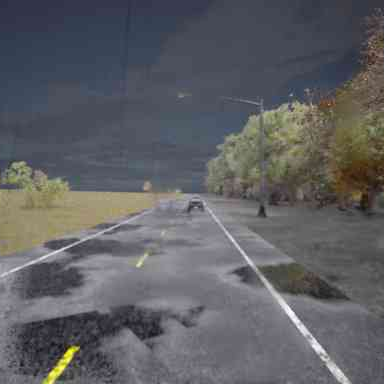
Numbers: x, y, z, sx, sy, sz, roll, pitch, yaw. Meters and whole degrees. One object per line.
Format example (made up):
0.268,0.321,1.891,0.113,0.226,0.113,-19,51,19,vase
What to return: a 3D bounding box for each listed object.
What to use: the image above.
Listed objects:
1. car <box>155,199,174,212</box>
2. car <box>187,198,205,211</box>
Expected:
-3.236,1.536,39.568,1.812,1.442,4.674,0,0,1,car
0.457,1.503,40.014,1.837,1.490,4.892,0,0,0,car
